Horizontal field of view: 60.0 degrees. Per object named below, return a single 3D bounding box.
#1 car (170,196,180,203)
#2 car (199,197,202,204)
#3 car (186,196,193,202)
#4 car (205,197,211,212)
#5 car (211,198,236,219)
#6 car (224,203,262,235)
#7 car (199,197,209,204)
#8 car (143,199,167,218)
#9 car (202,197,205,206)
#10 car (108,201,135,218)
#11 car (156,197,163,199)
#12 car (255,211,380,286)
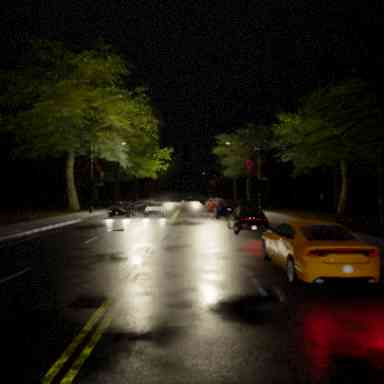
[{"bbox_3d":[-3.809,1.589,74.548,2.097,1.767,4.553,0,0,-1],"label":"car"},{"bbox_3d":[2.841,1.697,63.692,2.033,1.649,4.856,0,0,-1],"label":"car"},{"bbox_3d":[-0.702,1.766,83.783,2.033,1.411,5.357,0,0,-1],"label":"car"},{"bbox_3d":[3.073,1.560,41.642,2.097,1.767,4.553,0,0,0],"label":"car"},{"bbox_3d":[3.153,1.515,30.631,2.097,1.767,4.553,0,0,0],"label":"car"},{"bbox_3d":[3.209,1.611,19.649,1.837,1.490,4.892,0,0,0],"label":"car"},{"bbox_3d":[2.689,1.846,74.701,1.994,1.385,4.181,0,0,-1],"label":"car"},{"bbox_3d":[-3.455,1.695,32.033,1.812,1.442,4.674,0,0,0],"label":"car"},{"bbox_3d":[2.967,1.699,52.871,1.801,1.575,5.366,0,0,-1],"label":"car"},{"bbox_3d":[-6.705,1.675,31.950,1.837,1.490,4.892,0,0,0],"label":"car"},{"bbox_3d":[-7.026,1.818,72.251,2.033,1.411,5.357,0,0,-1],"label":"car"},{"bbox_3d":[3.339,1.530,9.630,1.882,1.535,5.008,0,0,0],"label":"car"}]
